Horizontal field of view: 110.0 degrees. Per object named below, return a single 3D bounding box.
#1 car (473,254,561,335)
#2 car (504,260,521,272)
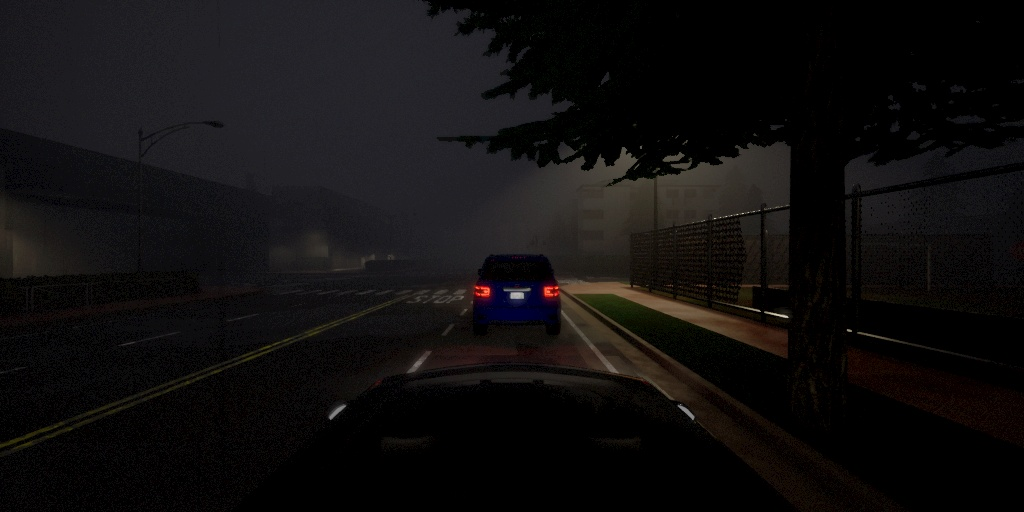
[{"bbox_3d":[0.125,0.972,10.636,2.150,2.045,5.566,0,0,0],"label":"car"},{"bbox_3d":[0.071,1.242,46.453,2.128,1.511,4.902,0,0,-1],"label":"car"}]
